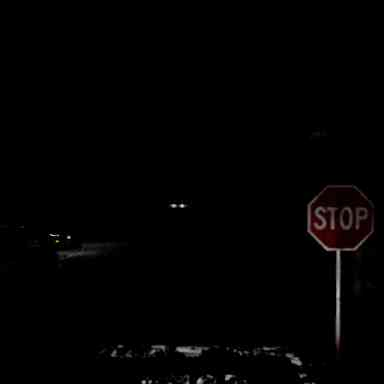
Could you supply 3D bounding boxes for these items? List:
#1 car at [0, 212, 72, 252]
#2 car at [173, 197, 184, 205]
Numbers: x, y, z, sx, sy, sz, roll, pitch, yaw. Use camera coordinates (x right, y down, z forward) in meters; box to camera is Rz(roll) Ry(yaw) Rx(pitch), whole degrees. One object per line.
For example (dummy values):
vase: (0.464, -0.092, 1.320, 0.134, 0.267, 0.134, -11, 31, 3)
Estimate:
car: (-7.447, 1.603, 13.555, 4.892, 1.490, 1.837, 0, 0, 0)
car: (-2.622, 1.700, 65.388, 1.882, 1.535, 5.008, 0, 0, 0)
